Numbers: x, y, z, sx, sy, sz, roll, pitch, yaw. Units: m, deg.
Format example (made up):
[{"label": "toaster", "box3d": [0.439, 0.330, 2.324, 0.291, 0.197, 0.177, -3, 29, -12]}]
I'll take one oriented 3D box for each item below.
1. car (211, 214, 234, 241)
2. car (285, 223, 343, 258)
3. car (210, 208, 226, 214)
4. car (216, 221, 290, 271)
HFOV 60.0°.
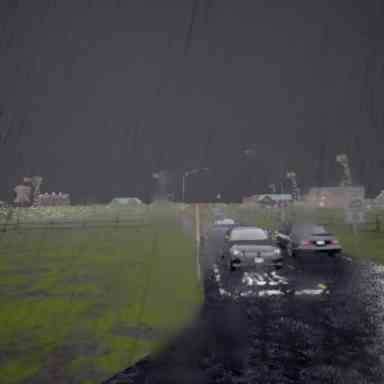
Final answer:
[{"label": "car", "box3d": [2.312, 2.558, 23.516, 1.812, 1.442, 4.674, -1, -3, 1]}, {"label": "car", "box3d": [5.096, 2.141, 15.486, 2.033, 1.411, 5.357, -1, -3, 1]}, {"label": "car", "box3d": [2.555, 2.887, 37.377, 2.150, 2.045, 5.566, -1, -3, 1]}, {"label": "car", "box3d": [2.186, 2.084, 13.203, 1.812, 1.442, 4.674, -1, -3, 0]}]
